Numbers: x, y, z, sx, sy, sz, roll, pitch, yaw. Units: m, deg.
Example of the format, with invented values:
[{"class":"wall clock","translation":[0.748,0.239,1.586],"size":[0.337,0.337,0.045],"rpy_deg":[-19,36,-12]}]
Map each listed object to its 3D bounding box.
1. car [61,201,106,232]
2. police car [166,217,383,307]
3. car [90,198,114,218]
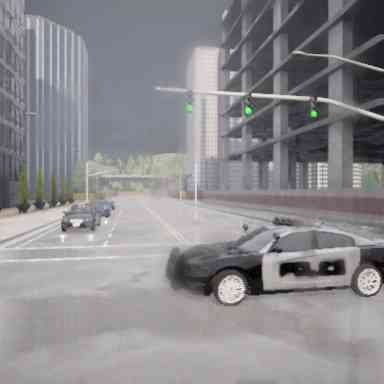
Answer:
[{"class":"car","translation":[-6.785,1.529,20.640],"size":[2.128,1.511,4.902],"rpy_deg":[0,0,-10]},{"class":"police car","translation":[2.061,1.430,7.665],"size":[5.238,1.638,1.930],"rpy_deg":[0,0,-11]},{"class":"car","translation":[-8.624,1.393,30.557],"size":[2.097,1.767,4.553],"rpy_deg":[0,0,-10]}]
